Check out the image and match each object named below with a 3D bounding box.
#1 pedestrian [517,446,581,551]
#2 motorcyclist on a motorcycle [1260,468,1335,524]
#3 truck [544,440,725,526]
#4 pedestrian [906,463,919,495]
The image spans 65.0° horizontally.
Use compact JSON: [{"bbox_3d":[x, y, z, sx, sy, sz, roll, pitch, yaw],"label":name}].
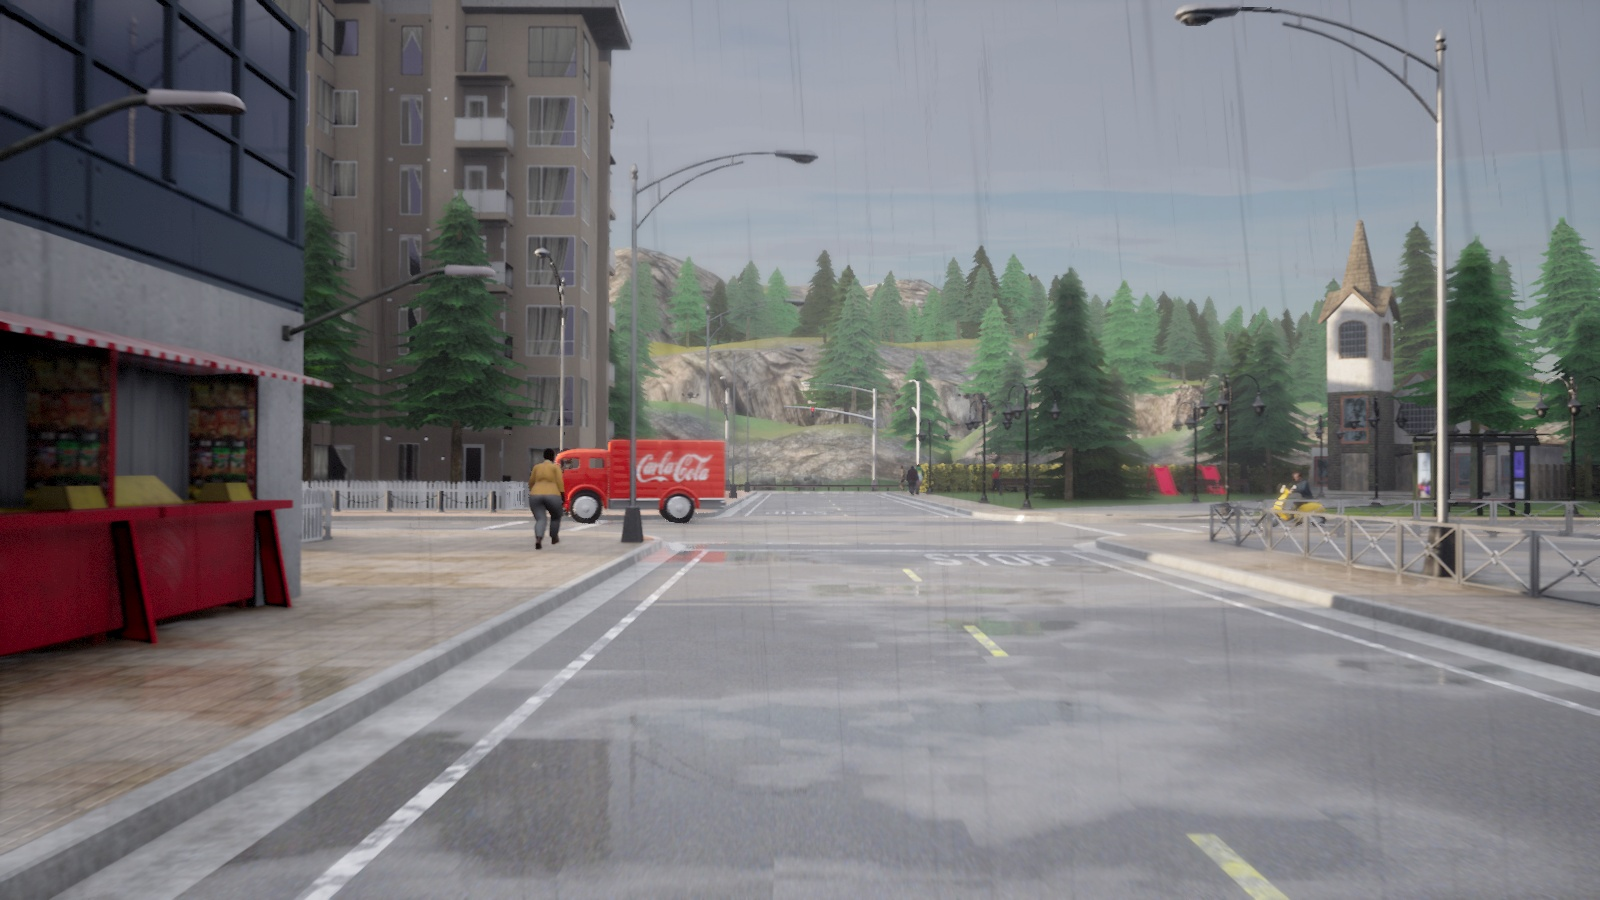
[{"bbox_3d":[-4.532,0.872,22.715,0.874,1.855,0.900,0,-1,10],"label":"pedestrian"},{"bbox_3d":[14.430,1.336,36.442,1.817,1.590,0.866,0,-1,-1],"label":"motorcyclist on a motorcycle"},{"bbox_3d":[-4.980,0.983,37.654,5.204,2.467,2.627,0,-2,-9],"label":"truck"},{"bbox_3d":[6.565,1.677,73.332,0.634,1.844,0.899,0,-1,-5],"label":"pedestrian"}]
